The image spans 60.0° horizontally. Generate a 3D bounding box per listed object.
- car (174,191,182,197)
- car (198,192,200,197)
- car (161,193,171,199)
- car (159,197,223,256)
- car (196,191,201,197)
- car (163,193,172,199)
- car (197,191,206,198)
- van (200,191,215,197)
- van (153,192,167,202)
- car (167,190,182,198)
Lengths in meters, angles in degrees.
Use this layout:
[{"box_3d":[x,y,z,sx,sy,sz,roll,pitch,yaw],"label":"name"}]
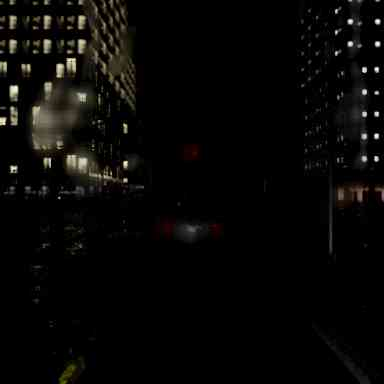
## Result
[{"box_3d":[-3.293,0.498,79.635,1.812,1.442,4.674,0,0,0],"label":"car"},{"box_3d":[2.420,1.113,53.849,1.887,1.381,4.507,0,0,0],"label":"car"},{"box_3d":[-5.981,0.954,76.003,1.947,1.339,4.313,0,0,0],"label":"car"},{"box_3d":[-0.014,1.250,12.702,2.097,1.767,4.553,0,0,0],"label":"car"},{"box_3d":[2.401,0.705,76.000,2.192,1.841,5.009,0,0,0],"label":"car"},{"box_3d":[-5.980,0.894,81.542,2.008,1.369,4.403,0,0,0],"label":"car"},{"box_3d":[2.403,0.614,87.079,2.192,1.841,5.009,0,0,0],"label":"car"},{"box_3d":[2.510,0.954,48.309,1.690,1.788,3.998,0,0,0],"label":"van"},{"box_3d":[-5.982,0.863,59.384,1.690,1.788,3.998,0,0,0],"label":"van"},{"box_3d":[-3.315,0.704,64.222,2.150,2.045,5.566,0,1,1],"label":"car"}]
